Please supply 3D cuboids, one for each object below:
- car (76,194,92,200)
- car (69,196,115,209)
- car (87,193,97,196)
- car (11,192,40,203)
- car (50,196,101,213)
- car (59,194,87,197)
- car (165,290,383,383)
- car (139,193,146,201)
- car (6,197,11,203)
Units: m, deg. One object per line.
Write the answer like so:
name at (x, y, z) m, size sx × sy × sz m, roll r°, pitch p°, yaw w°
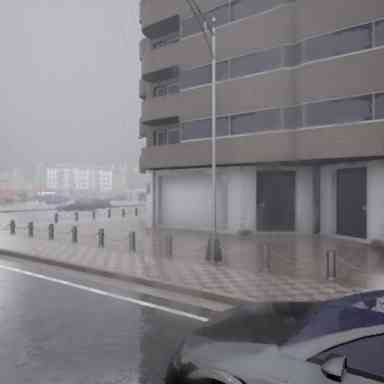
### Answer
car at (-29.125, 1.402, 89.800) m, size 1.970 × 1.475 × 3.806 m, roll 0°, pitch 0°, yaw 35°
car at (-13.208, 1.580, 43.757) m, size 2.033 × 1.411 × 5.357 m, roll 0°, pitch 0°, yaw 35°
car at (-26.760, 1.165, 88.129) m, size 1.905 × 1.878 × 3.866 m, roll 0°, pitch 0°, yaw 35°
car at (-36.800, 1.162, 73.771) m, size 1.932 × 1.855 × 4.605 m, roll 0°, pitch 0°, yaw 35°
car at (-13.115, 1.560, 37.731) m, size 1.812 × 1.442 × 4.674 m, roll 0°, pitch 0°, yaw 35°
car at (-22.912, 1.415, 64.145) m, size 1.970 × 1.475 × 3.806 m, roll 0°, pitch 0°, yaw 35°
car at (1.792, 1.562, 2.713) m, size 4.181 × 1.385 × 1.994 m, roll 0°, pitch 0°, yaw 35°
car at (-10.670, 1.178, 76.895) m, size 1.905 × 1.878 × 3.866 m, roll 0°, pitch 0°, yaw 35°
car at (-39.136, 1.371, 75.486) m, size 1.784 × 1.438 × 3.905 m, roll 0°, pitch 0°, yaw 35°
